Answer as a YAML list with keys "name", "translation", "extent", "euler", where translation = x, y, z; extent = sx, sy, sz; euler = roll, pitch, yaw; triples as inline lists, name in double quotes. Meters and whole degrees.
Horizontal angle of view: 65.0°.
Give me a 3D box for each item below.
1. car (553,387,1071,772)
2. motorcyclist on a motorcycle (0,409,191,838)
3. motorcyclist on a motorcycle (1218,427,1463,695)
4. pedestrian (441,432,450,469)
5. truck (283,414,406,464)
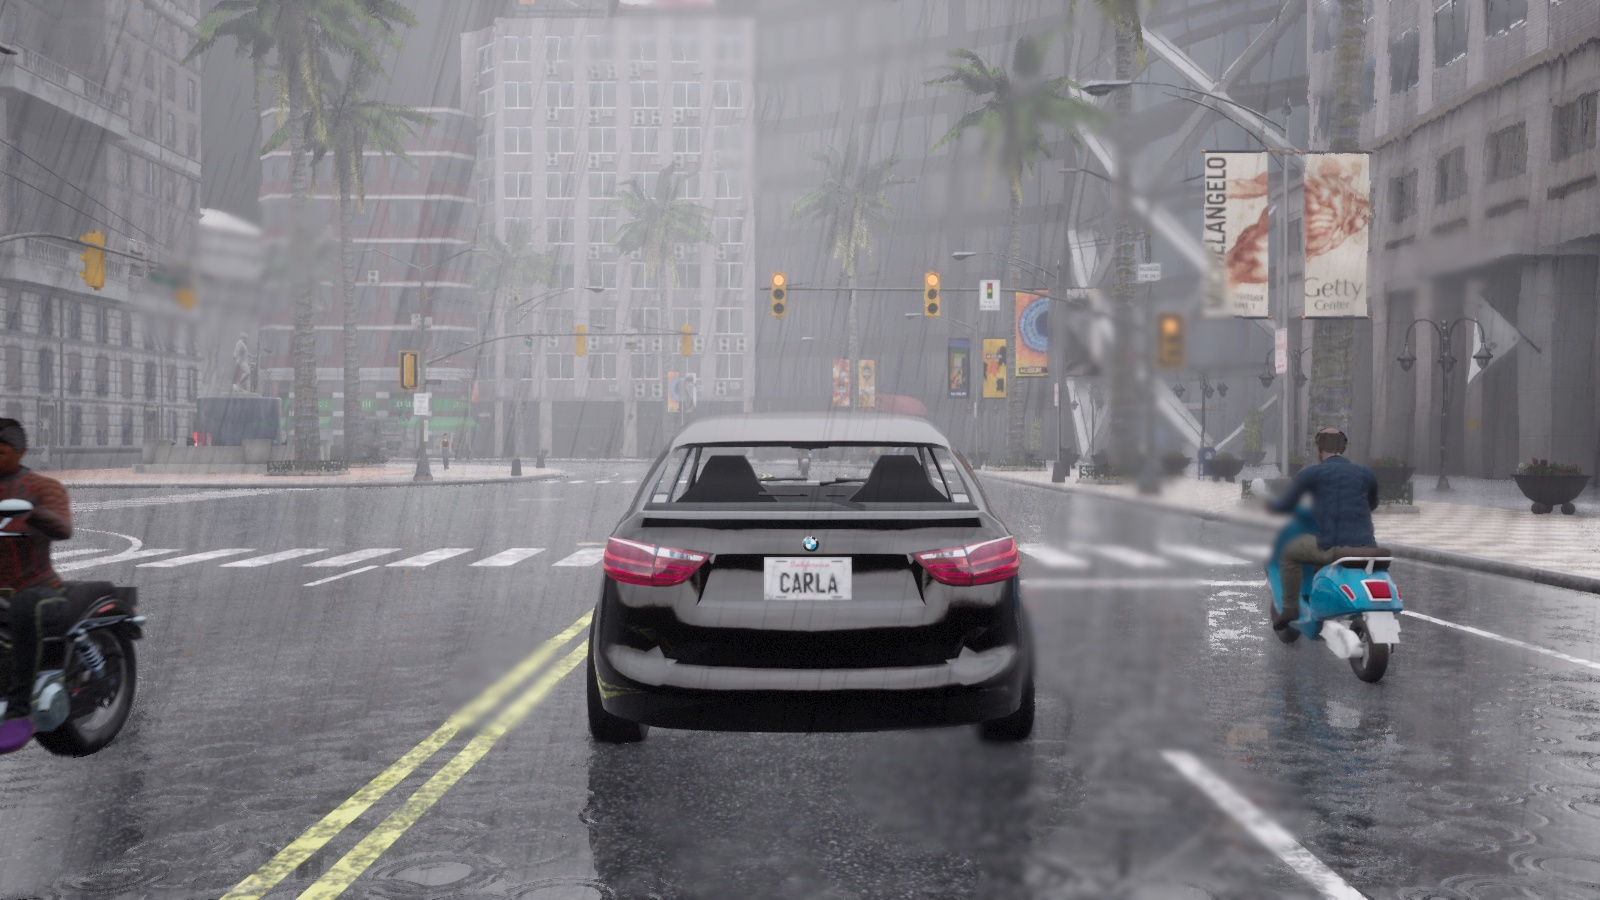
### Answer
- name: "car"
  translation: [0.062, 0.546, 7.745]
  extent: [2.242, 1.667, 4.611]
  euler: [0, 0, 0]
- name: "motorcyclist on a motorcycle"
  translation: [-3.457, 0.665, 5.145]
  extent: [0.766, 1.649, 2.350]
  euler: [0, 1, 0]
- name: "motorcyclist on a motorcycle"
  translation: [3.552, 0.653, 8.467]
  extent: [0.866, 1.590, 1.817]
  euler: [0, 2, 1]
- name: "pedestrian"
  translation: [-17.641, 0.031, 62.483]
  extent: [0.345, 1.836, 0.594]
  euler: [0, 0, -8]
- name: "truck"
  translation: [-32.707, -0.778, 90.258]
  extent: [7.936, 3.462, 2.891]
  euler: [0, 0, 11]
